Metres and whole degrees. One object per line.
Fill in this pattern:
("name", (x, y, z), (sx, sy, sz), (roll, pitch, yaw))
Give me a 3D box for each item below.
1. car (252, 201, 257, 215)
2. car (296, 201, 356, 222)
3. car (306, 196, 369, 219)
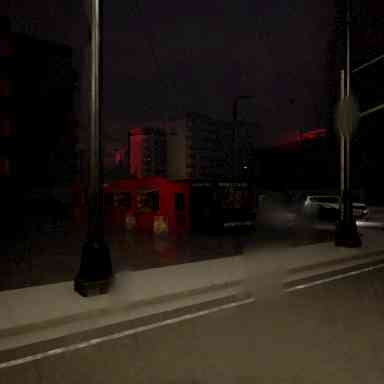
("car", (5.396, 1.685, 34.197), (1.882, 1.535, 5.008), (0, -1, -36))
("car", (10.578, 1.667, 27.037), (1.994, 1.385, 4.181), (0, -1, -36))
("car", (12.797, 1.339, 29.946), (2.150, 2.045, 5.566), (0, -1, -36))
